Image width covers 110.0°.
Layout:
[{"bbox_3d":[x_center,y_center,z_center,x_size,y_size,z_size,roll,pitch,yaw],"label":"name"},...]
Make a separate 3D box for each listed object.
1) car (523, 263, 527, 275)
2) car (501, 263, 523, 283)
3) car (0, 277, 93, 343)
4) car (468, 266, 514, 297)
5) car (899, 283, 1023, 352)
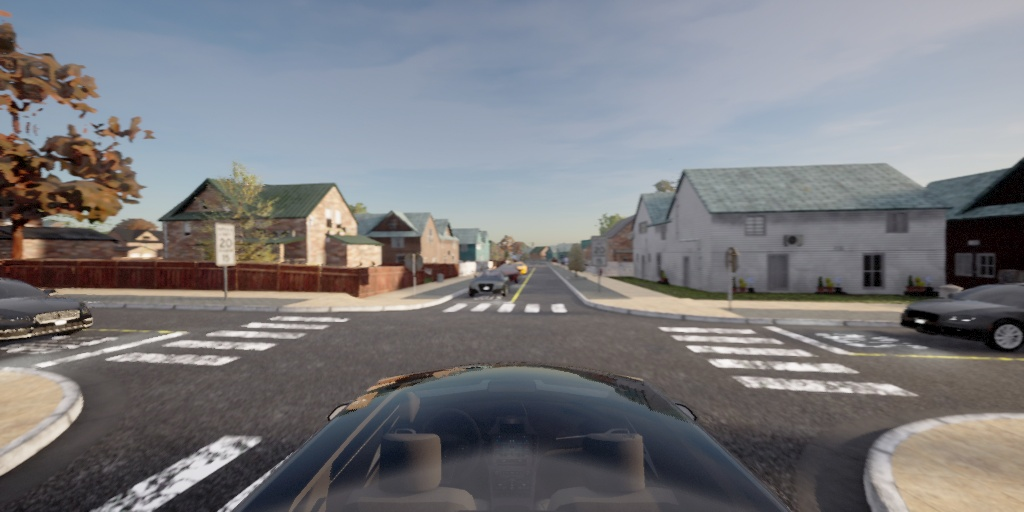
[{"bbox_3d":[0.774,1.556,44.060,1.882,1.535,5.008,-1,0,5],"label":"car"},{"bbox_3d":[-0.343,1.464,30.517,1.882,1.535,5.008,-1,0,4],"label":"car"},{"bbox_3d":[-12.648,1.238,8.293,4.892,1.490,1.837,0,1,4],"label":"car"},{"bbox_3d":[-1.170,1.478,20.251,1.994,1.385,4.181,-1,-1,5],"label":"car"},{"bbox_3d":[12.635,1.411,8.747,4.892,1.490,1.837,1,1,6],"label":"car"}]
